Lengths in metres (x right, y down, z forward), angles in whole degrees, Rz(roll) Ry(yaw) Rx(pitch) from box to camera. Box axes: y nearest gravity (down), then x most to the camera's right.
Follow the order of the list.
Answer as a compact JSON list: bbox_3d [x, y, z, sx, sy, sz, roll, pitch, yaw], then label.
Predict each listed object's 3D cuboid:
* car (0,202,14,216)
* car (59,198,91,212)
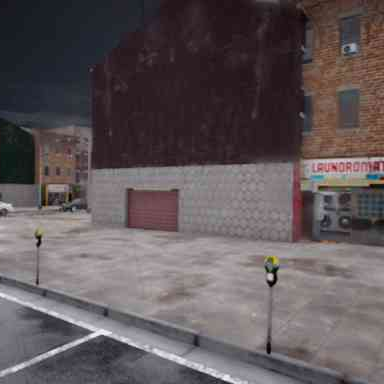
[{"bbox_3d":[-18.963,1.530,30.603,1.812,1.442,4.674,1,1,34],"label":"car"},{"bbox_3d":[-13.033,1.472,38.852,1.837,1.490,4.892,1,1,36],"label":"car"}]
